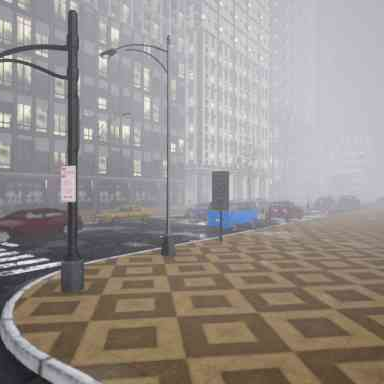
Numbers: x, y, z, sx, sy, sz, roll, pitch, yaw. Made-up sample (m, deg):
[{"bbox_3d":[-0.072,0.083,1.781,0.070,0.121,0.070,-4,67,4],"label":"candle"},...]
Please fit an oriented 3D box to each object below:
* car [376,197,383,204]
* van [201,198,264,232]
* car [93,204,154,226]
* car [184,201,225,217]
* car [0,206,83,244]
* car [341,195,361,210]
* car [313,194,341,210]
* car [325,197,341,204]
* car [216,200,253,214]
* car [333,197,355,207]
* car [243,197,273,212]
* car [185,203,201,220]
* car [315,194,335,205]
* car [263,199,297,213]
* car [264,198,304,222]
[{"bbox_3d":[38.053,1.658,66.607,1.947,1.339,4.313,0,0,38],"label":"car"},{"bbox_3d":[2.576,1.368,20.278,1.690,1.788,3.998,0,0,38],"label":"van"},{"bbox_3d":[-4.816,1.540,23.987,1.752,1.417,4.829,0,0,38],"label":"car"},{"bbox_3d":[1.287,1.604,31.714,1.802,1.307,4.206,0,0,38],"label":"car"},{"bbox_3d":[-7.805,1.490,16.137,1.882,1.535,5.008,0,0,41],"label":"car"},{"bbox_3d":[21.098,1.368,44.554,2.192,1.841,5.009,0,0,38],"label":"car"},{"bbox_3d":[17.907,1.400,44.449,2.097,1.767,4.553,0,0,38],"label":"car"},{"bbox_3d":[28.416,1.624,67.001,2.008,1.369,4.403,0,0,38],"label":"car"},{"bbox_3d":[4.678,1.571,36.125,1.887,1.381,4.507,0,0,38],"label":"car"},{"bbox_3d":[23.956,1.552,52.312,2.128,1.511,4.902,0,0,37],"label":"car"},{"bbox_3d":[8.069,1.471,40.536,1.967,1.590,4.097,0,0,38],"label":"car"},{"bbox_3d":[1.405,1.548,27.813,1.812,1.442,4.674,0,0,38],"label":"car"},{"bbox_3d":[25.025,1.381,62.591,2.192,1.841,5.009,0,0,38],"label":"car"},{"bbox_3d":[10.611,1.583,39.749,2.033,1.411,5.357,0,0,38],"label":"car"},{"bbox_3d":[7.534,1.472,26.910,1.967,1.590,4.097,0,0,38],"label":"car"}]
